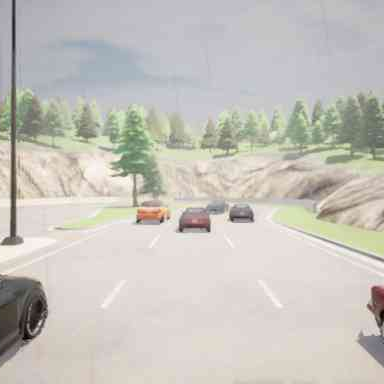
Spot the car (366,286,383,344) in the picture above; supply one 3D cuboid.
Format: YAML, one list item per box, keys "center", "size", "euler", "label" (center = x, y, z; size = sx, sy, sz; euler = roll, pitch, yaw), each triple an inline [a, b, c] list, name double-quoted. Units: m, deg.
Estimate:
- center: [3.599, 1.613, 2.956]
  size: [1.895, 1.301, 4.718]
  euler: [0, 0, 0]
  label: "car"

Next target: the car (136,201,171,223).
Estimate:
- center: [-2.978, 1.459, 26.591]
  size: [2.097, 1.767, 4.553]
  euler: [0, 0, 4]
  label: "car"

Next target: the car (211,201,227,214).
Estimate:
- center: [3.092, 1.702, 38.376]
  size: [2.033, 1.411, 5.357]
  euler: [0, 0, 17]
  label: "car"

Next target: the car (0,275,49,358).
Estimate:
- center: [-3.402, 1.580, 3.918]
  size: [1.994, 1.385, 4.181]
  euler: [0, 0, 0]
  label: "car"

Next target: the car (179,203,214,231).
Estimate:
- center: [0.224, 1.650, 21.242]
  size: [1.994, 1.385, 4.181]
  euler: [0, 0, 2]
  label: "car"

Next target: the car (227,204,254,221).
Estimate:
- center: [4.214, 1.678, 28.189]
  size: [1.994, 1.385, 4.181]
  euler: [0, 0, 7]
  label: "car"
